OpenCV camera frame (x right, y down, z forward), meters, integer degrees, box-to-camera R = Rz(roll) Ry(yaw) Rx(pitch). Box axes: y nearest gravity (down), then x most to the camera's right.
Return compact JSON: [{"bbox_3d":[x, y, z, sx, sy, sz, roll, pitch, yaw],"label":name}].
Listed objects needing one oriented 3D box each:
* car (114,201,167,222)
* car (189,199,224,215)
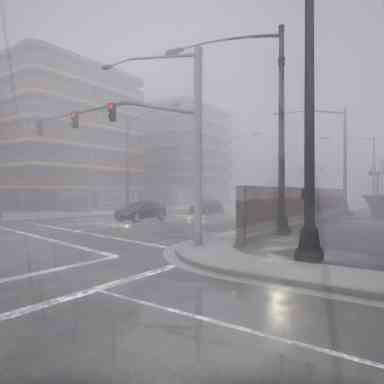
[{"bbox_3d":[-3.996,1.505,26.359,1.837,1.490,4.892,0,0,35],"label":"car"},{"bbox_3d":[1.596,1.503,34.478,1.837,1.490,4.892,0,0,35],"label":"car"}]
